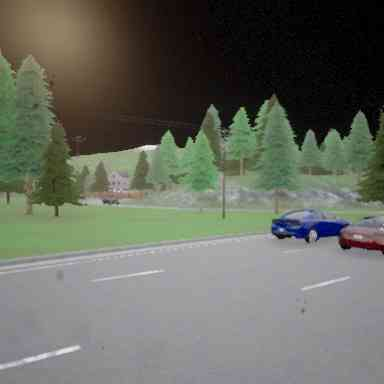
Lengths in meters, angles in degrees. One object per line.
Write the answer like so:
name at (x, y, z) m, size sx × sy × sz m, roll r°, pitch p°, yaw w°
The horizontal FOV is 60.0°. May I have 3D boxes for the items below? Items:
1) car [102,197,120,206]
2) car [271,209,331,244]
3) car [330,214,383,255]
car at (-15.070, 1.675, 61.448) m, size 2.033 × 1.411 × 5.357 m, roll 1°, pitch 0°, yaw -33°
car at (6.122, 1.614, 16.793) m, size 5.008 × 1.535 × 1.882 m, roll 0°, pitch 0°, yaw -36°
car at (7.986, 1.699, 13.864) m, size 4.181 × 1.385 × 1.994 m, roll 1°, pitch 0°, yaw -35°
